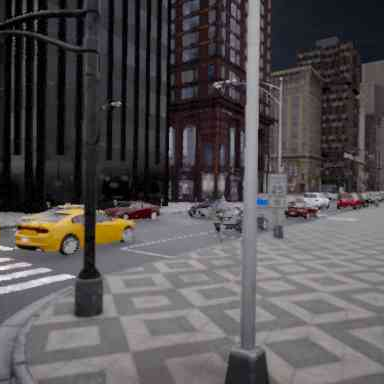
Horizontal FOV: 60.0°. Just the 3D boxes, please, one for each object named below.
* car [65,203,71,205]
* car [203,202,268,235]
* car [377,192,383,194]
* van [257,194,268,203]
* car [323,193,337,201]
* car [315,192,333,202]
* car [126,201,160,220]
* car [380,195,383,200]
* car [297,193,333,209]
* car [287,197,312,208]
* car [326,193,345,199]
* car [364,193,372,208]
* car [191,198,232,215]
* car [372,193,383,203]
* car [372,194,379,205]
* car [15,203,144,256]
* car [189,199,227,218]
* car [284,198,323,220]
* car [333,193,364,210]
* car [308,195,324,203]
[{"bbox_3d":[-7.351,1.336,19.045,1.752,1.417,4.829,2,1,35],"label":"car"},{"bbox_3d":[2.807,1.524,18.643,2.008,1.369,4.403,2,1,35],"label":"car"},{"bbox_3d":[43.373,1.405,75.929,1.947,1.339,4.313,2,1,35],"label":"car"},{"bbox_3d":[8.065,1.103,40.811,1.690,1.788,3.998,2,1,35],"label":"van"},{"bbox_3d":[29.507,1.143,71.094,1.967,1.590,4.097,2,1,35],"label":"car"},{"bbox_3d":[26.445,1.032,66.766,2.192,1.841,5.009,2,1,35],"label":"car"},{"bbox_3d":[-4.190,1.342,23.510,1.887,1.381,4.507,2,1,35],"label":"car"},{"bbox_3d":[47.630,1.373,81.939,1.947,1.339,4.313,2,1,35],"label":"car"},{"bbox_3d":[15.177,1.098,40.797,2.150,2.045,5.566,1,1,36],"label":"car"},{"bbox_3d":[14.774,1.409,45.529,1.895,1.301,4.718,1,1,35],"label":"car"},{"bbox_3d":[35.837,1.010,83.036,4.403,1.369,2.008,1,1,26],"label":"car"},{"bbox_3d":[23.886,1.153,47.809,2.150,2.045,5.566,1,1,35],"label":"car"},{"bbox_3d":[1.935,1.343,32.161,1.947,1.339,4.313,2,1,35],"label":"car"},{"bbox_3d":[37.130,1.457,67.114,1.802,1.307,4.206,2,1,35],"label":"car"},{"bbox_3d":[30.888,1.466,58.301,1.947,1.339,4.313,2,1,35],"label":"car"},{"bbox_3d":[-4.292,1.419,13.134,1.882,1.535,5.008,0,0,29],"label":"car"},{"bbox_3d":[1.535,1.404,26.992,1.994,1.385,4.181,1,1,35],"label":"car"},{"bbox_3d":[9.047,1.497,27.455,1.887,1.381,4.507,2,1,35],"label":"car"},{"bbox_3d":[19.841,1.155,42.096,2.150,2.045,5.566,1,1,35],"label":"car"},{"bbox_3d":[23.377,1.308,62.444,1.802,1.307,4.206,2,1,35],"label":"car"}]
